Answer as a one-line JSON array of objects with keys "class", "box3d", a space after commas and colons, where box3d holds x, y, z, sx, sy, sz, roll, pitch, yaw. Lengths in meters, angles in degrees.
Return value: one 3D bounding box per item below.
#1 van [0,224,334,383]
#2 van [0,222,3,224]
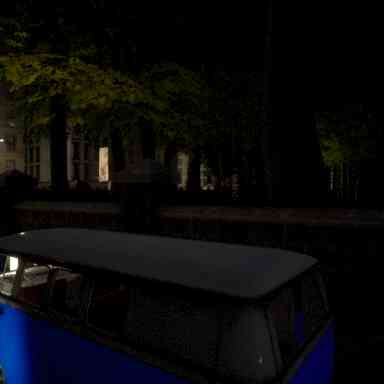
[{"class": "van", "box3d": [-0.687, 1.341, 3.351, 3.998, 1.788, 1.690, 0, 0, 36]}, {"class": "van", "box3d": [-5.278, 1.340, 6.657, 3.998, 1.788, 1.690, 0, 0, 36]}]
